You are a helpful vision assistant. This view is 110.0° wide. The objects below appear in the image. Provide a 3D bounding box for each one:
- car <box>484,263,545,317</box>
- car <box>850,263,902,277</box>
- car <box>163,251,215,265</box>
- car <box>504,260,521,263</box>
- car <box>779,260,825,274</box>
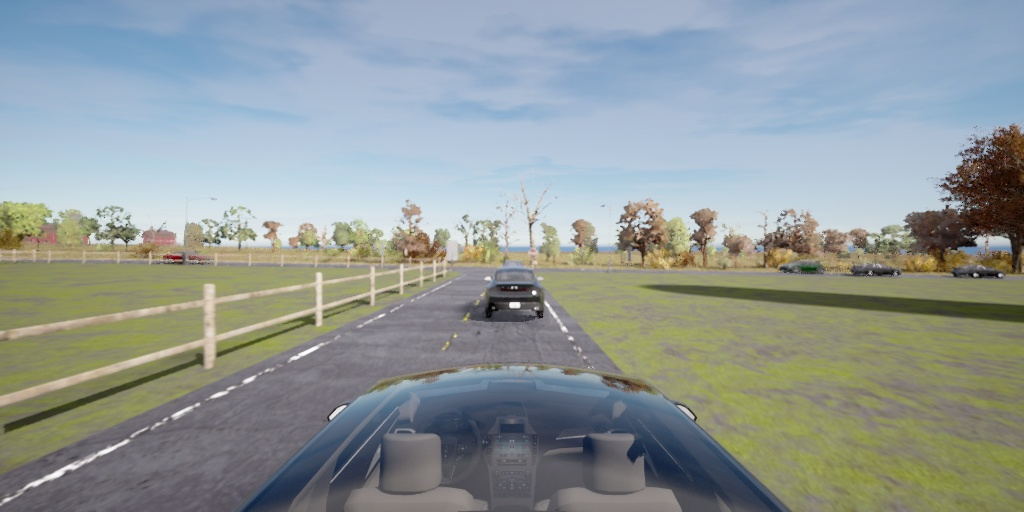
[{"bbox_3d":[0.082,1.140,12.643,1.837,1.490,4.892,0,0,0],"label":"car"},{"bbox_3d":[42.499,1.631,41.874,4.902,1.511,2.128,1,1,0],"label":"car"},{"bbox_3d":[-37.619,0.152,41.848,5.008,1.535,1.882,1,1,0],"label":"car"},{"bbox_3d":[0.059,1.035,27.246,2.033,1.411,5.357,0,1,0],"label":"car"},{"bbox_3d":[36.101,1.309,44.735,4.553,1.767,2.097,1,1,0],"label":"car"}]
